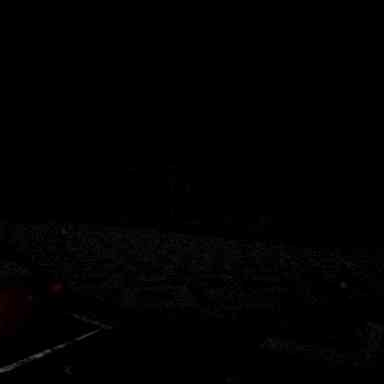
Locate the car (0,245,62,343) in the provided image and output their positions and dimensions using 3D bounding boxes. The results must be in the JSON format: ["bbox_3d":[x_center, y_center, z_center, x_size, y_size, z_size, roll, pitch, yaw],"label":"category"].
[{"bbox_3d":[-3.862,1.560,5.717,4.206,1.307,1.802,0,0,36],"label":"car"}]

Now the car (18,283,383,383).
[{"bbox_3d":[0.726,1.580,2.442,4.206,1.307,1.802,0,0,36],"label":"car"}]
